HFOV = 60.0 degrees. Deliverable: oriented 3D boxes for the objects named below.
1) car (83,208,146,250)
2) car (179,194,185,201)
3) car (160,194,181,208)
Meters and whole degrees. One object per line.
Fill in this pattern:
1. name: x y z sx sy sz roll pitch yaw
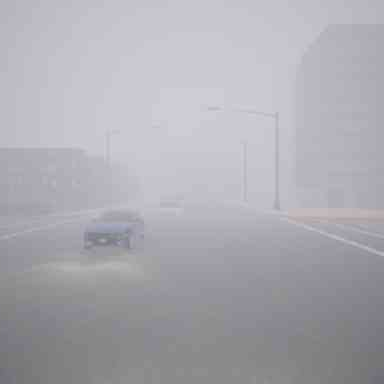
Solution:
1. car: -3.286 1.515 14.880 1.882 1.535 5.008 0 1 1
2. car: -2.511 1.086 68.338 1.994 1.385 4.181 0 1 1
3. car: -2.891 1.343 42.222 1.994 1.385 4.181 0 1 1
